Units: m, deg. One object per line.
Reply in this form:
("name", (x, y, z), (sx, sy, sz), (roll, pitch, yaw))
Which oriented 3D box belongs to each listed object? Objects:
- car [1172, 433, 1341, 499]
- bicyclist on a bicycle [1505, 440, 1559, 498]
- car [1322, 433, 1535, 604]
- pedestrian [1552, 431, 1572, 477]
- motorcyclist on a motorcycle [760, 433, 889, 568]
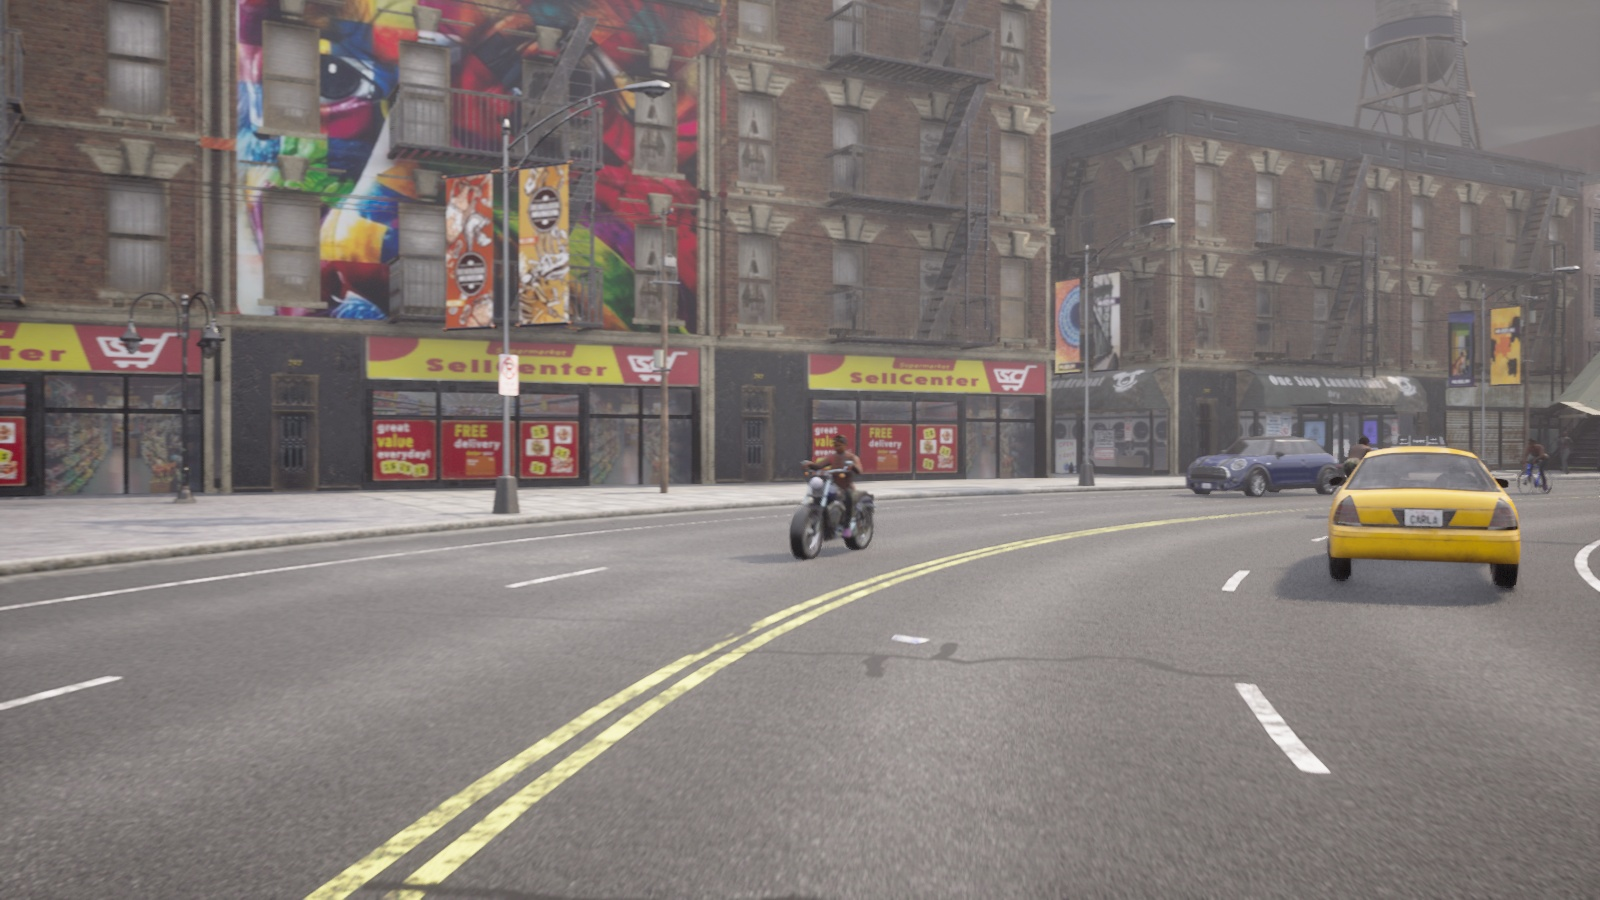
("car", (12.975, 0.425, 35.628), (4.553, 1.767, 2.097), (0, 0, -31))
("bicyclist on a bicycle", (21.114, 0.530, 36.221), (1.656, 1.620, 0.582), (0, 1, -29))
("car", (7.079, 0.616, 14.371), (1.801, 1.575, 5.366), (0, 0, 25))
("pedestrian", (32.218, 0.157, 53.072), (0.666, 1.930, 0.402), (0, 0, -23))
("motorcyclist on a motorcycle", (0.371, 0.604, 16.573), (0.766, 1.649, 2.350), (1, 1, 26))
